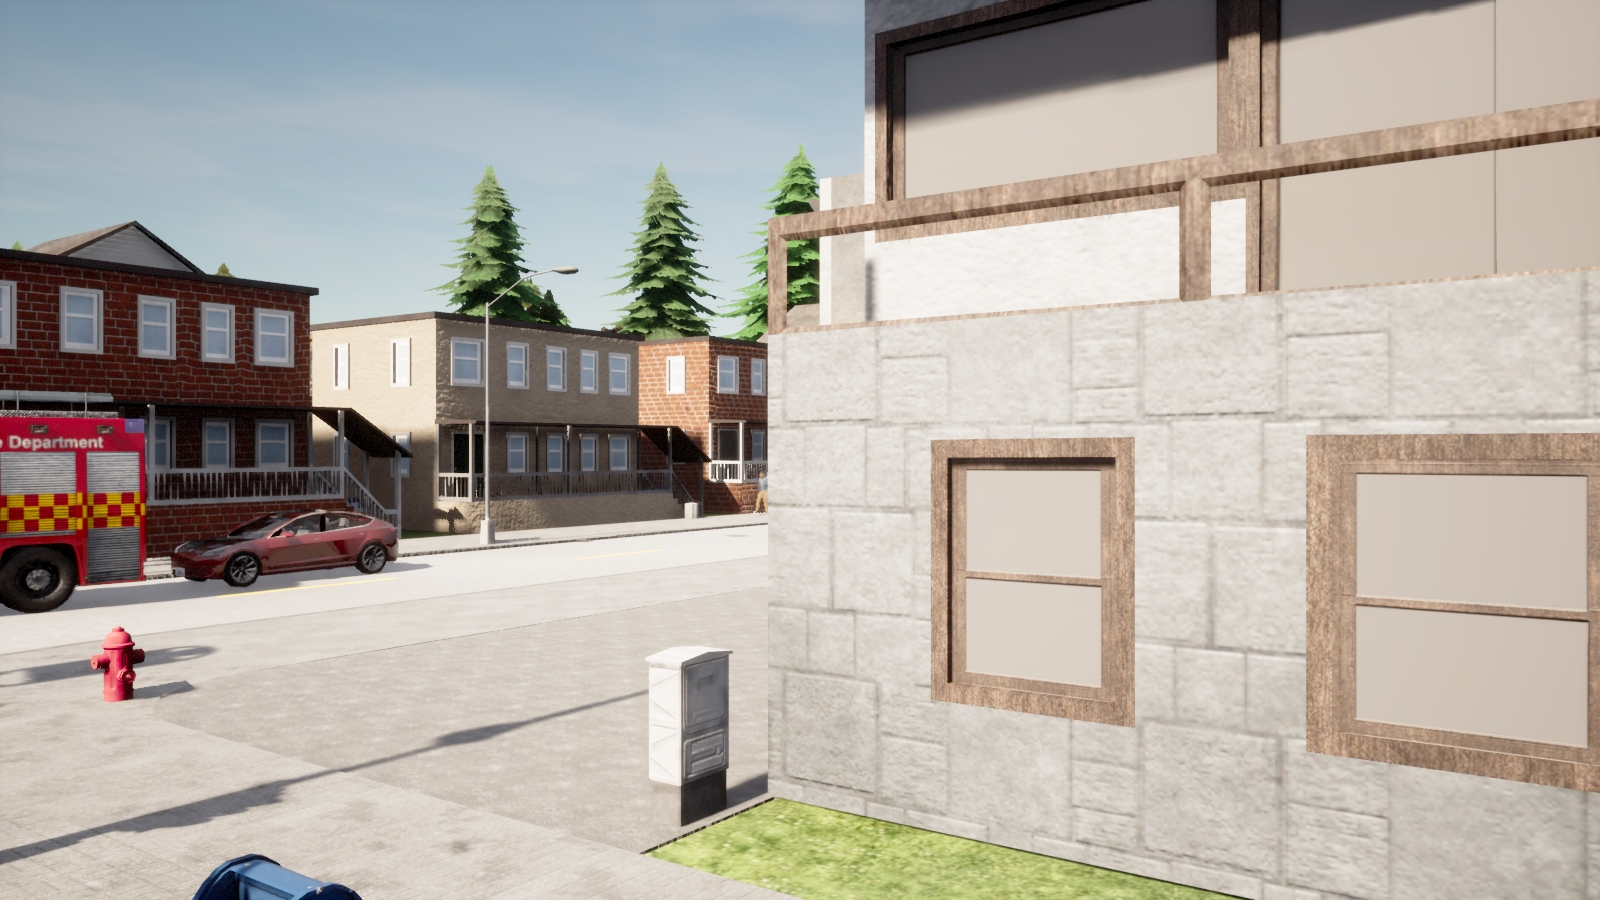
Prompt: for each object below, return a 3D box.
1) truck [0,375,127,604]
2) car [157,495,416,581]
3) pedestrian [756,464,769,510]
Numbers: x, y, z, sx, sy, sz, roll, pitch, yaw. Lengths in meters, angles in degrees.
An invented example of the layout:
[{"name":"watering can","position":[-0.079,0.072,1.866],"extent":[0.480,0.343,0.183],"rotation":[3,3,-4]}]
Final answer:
[{"name":"truck","position":[-15.964,0.669,18.276],"extent":[2.891,3.827,8.468],"rotation":[0,0,42]},{"name":"car","position":[-11.166,1.843,25.181],"extent":[2.163,1.488,4.792],"rotation":[0,0,35]},{"name":"pedestrian","position":[-1.540,1.524,46.862],"extent":[0.375,1.860,0.375],"rotation":[0,0,36]}]
